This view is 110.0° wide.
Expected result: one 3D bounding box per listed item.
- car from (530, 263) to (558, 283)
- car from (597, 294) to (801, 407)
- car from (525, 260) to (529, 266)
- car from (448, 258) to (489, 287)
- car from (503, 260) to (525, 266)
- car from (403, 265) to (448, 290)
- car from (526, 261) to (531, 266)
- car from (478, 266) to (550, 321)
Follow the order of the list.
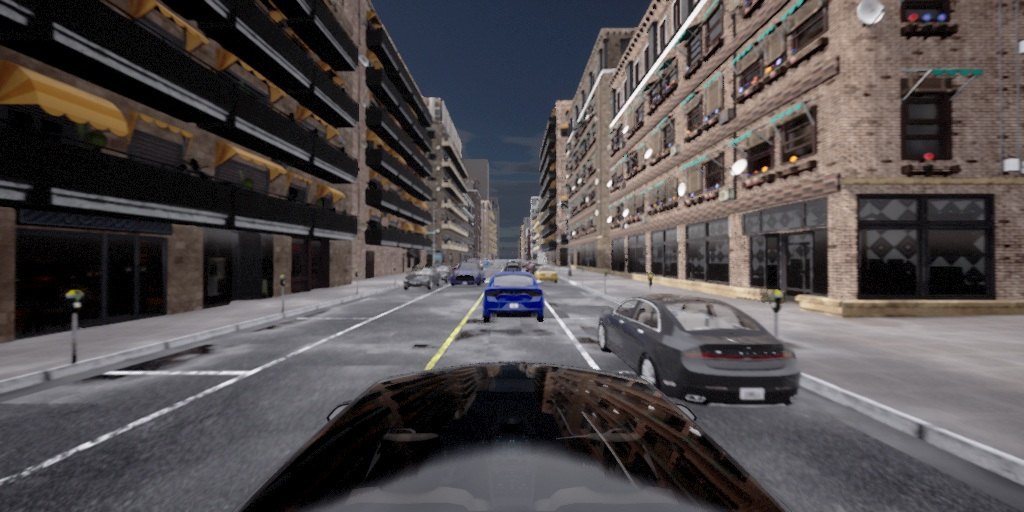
[{"bbox_3d":[2.694,1.379,28.915,1.751,1.417,4.829,0,0,0],"label":"car"},{"bbox_3d":[2.690,1.318,6.200,2.007,1.370,4.403,0,0,0],"label":"car"},{"bbox_3d":[2.695,1.499,45.654,1.802,1.307,4.207,0,0,0],"label":"car"},{"bbox_3d":[-3.082,1.194,25.740,2.097,1.767,4.553,0,0,0],"label":"car"},{"bbox_3d":[0.105,1.396,38.700,1.837,1.490,4.892,0,0,0],"label":"car"},{"bbox_3d":[-5.688,1.383,23.113,2.007,1.370,4.403,0,0,0],"label":"car"},{"bbox_3d":[2.694,1.441,34.381,1.948,1.339,4.313,0,0,0],"label":"car"},{"bbox_3d":[0.038,1.270,12.669,1.882,1.535,5.008,0,0,0],"label":"car"}]
